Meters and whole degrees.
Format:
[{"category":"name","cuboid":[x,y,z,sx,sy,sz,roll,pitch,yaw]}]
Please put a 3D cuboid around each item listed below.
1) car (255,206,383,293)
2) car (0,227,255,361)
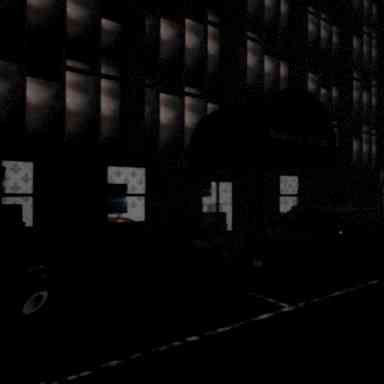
[{"category":"car","cuboid":[3.559,1.330,9.127,5.009,1.841,2.192,0,0,-35]},{"category":"car","cuboid":[-1.109,1.445,5.880,4.097,1.590,1.967,0,0,-35]}]
